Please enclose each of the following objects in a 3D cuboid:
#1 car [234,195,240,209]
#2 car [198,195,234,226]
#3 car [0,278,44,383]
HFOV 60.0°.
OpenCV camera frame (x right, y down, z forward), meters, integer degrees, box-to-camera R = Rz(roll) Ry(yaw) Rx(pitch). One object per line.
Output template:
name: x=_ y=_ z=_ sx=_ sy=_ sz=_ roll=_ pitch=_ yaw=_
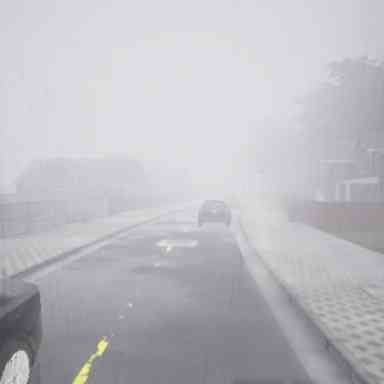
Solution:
car: x=4.949 y=1.149 z=42.209 sx=2.097 sy=1.767 sz=4.553 roll=1 pitch=1 yaw=12
car: x=1.630 y=1.280 z=22.955 sx=2.097 sy=1.767 sz=4.553 roll=0 pitch=0 yaw=6
car: x=-2.742 y=1.467 z=1.933 sx=1.882 sy=1.535 sz=5.008 roll=0 pitch=0 yaw=1
